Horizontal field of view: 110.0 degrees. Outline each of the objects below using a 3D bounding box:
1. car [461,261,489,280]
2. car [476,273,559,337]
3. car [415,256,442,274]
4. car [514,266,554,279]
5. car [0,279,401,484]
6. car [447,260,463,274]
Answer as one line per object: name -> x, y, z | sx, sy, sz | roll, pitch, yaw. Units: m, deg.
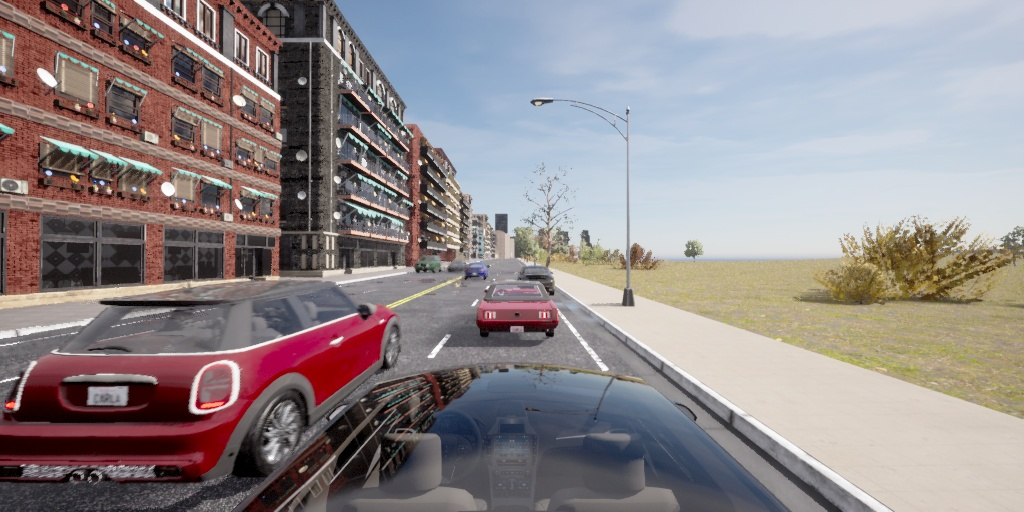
car -> -3.027, 1.278, 31.422 | 1.812, 1.442, 4.674 | 0, 0, 0
car -> 0.133, 1.352, 10.235 | 1.895, 1.301, 4.718 | 0, 0, 0
car -> -9.684, 0.973, 42.008 | 2.150, 2.045, 5.566 | 0, 0, 0
car -> 1.210, 1.257, 19.435 | 1.837, 1.490, 4.892 | 0, 0, 0
car -> -3.139, 1.104, 4.916 | 2.097, 1.767, 4.553 | 0, 0, 0
car -> -6.432, 1.256, 42.367 | 1.837, 1.490, 4.892 | 0, 0, 0
